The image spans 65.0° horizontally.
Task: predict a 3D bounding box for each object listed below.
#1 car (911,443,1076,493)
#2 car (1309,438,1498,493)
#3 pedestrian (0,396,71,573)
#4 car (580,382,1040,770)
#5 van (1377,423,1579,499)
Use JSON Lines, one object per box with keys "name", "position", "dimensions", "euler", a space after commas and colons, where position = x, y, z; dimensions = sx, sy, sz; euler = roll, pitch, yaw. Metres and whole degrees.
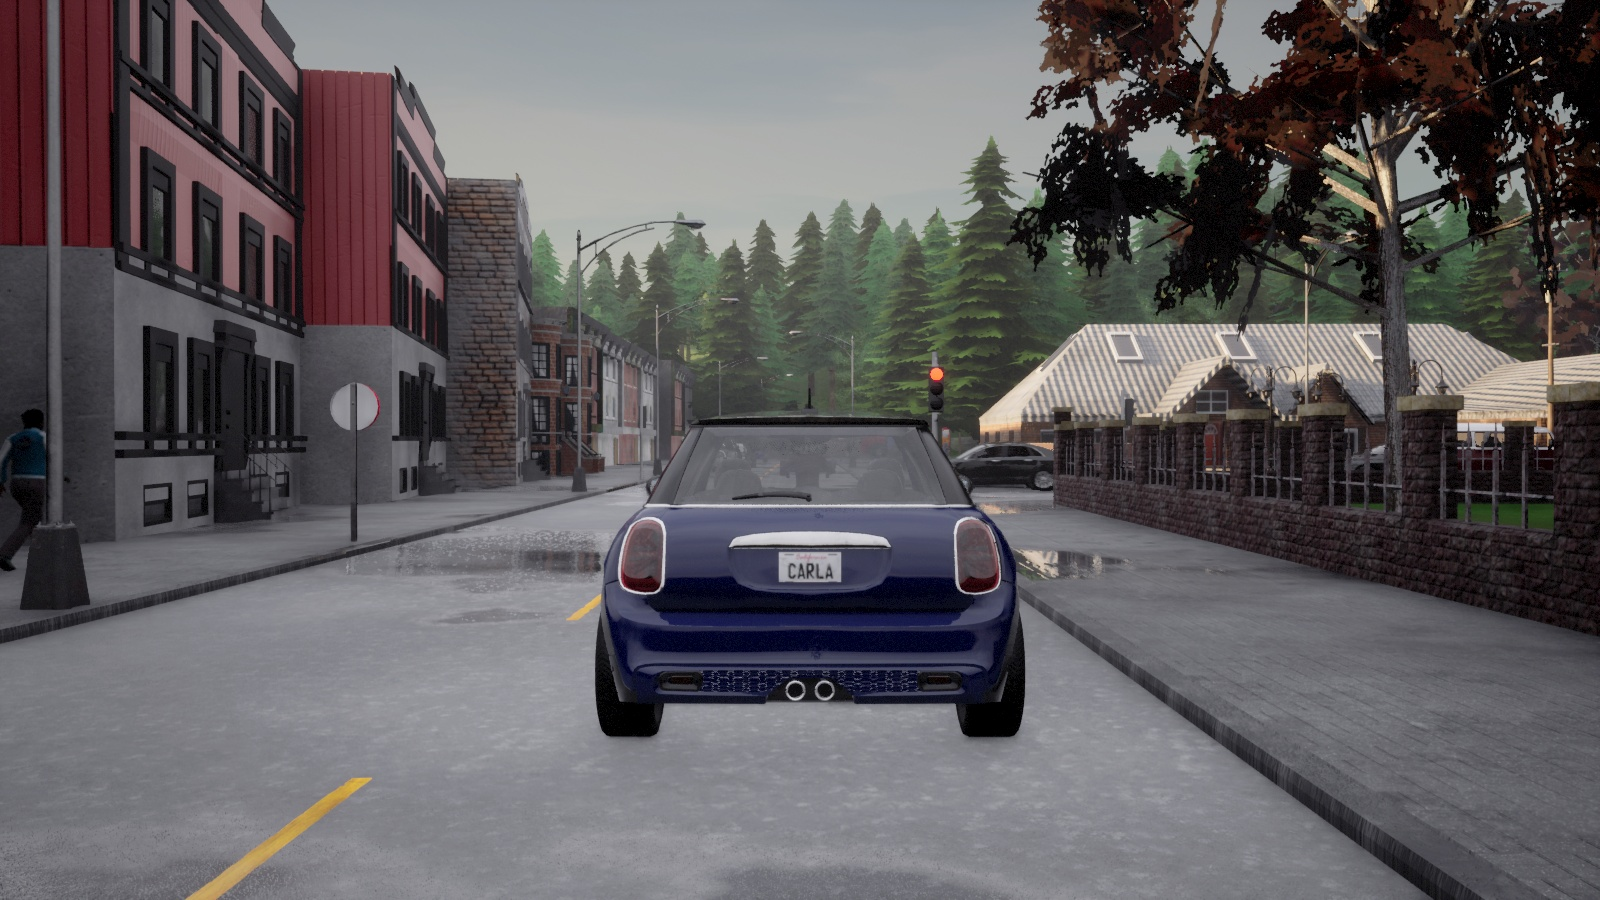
{"name": "car", "position": [5.951, 0.536, 39.013], "dimensions": [4.892, 1.490, 1.837], "euler": [0, 0, 2]}
{"name": "car", "position": [18.598, 0.472, 38.845], "dimensions": [4.856, 1.649, 2.033], "euler": [0, 0, 0]}
{"name": "pedestrian", "position": [-8.582, 0.370, 14.040], "dimensions": [0.396, 1.930, 0.692], "euler": [0, 0, 7]}
{"name": "car", "position": [0.059, 0.560, 8.001], "dimensions": [2.097, 1.767, 4.553], "euler": [0, 0, 0]}
{"name": "van", "position": [18.718, 0.288, 34.808], "dimensions": [4.480, 2.038, 2.069], "euler": [0, 0, -1]}
